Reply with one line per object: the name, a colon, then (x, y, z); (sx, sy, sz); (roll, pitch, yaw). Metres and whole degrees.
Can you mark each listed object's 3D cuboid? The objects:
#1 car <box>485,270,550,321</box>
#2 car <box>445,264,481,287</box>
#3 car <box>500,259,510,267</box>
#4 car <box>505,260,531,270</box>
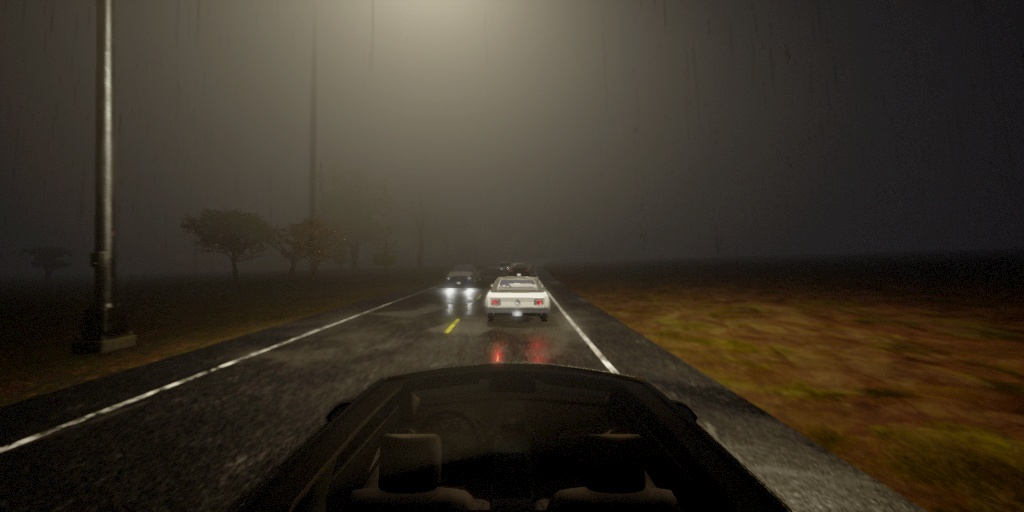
car: (0.180, 1.352, 12.419); (1.895, 1.301, 4.718); (0, 0, 1)
car: (-3.250, 1.297, 24.951); (2.033, 1.411, 5.357); (0, 0, 2)
car: (-1.072, 1.282, 65.046); (2.033, 1.411, 5.357); (0, 0, 5)
car: (0.615, 1.276, 30.099); (1.812, 1.442, 4.674); (0, 0, 2)
